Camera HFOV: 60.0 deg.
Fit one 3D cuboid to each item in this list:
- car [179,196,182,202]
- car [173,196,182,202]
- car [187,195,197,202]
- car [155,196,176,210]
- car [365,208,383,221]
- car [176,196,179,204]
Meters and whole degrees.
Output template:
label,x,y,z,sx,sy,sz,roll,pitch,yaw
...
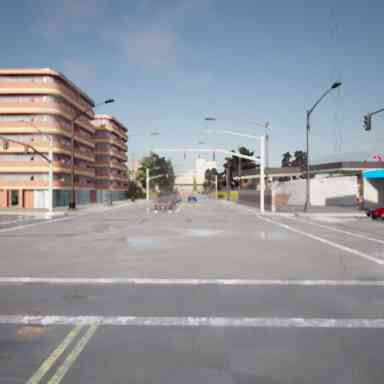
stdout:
label,x,y,z,sx,sy,sz,roll,pitch,yaw
car,-3.520,1.509,64.022,1.837,1.490,4.892,0,0,1
car,-3.469,1.589,78.810,1.895,1.301,4.718,0,0,0
car,0.028,1.344,70.941,1.812,1.442,4.674,0,0,0
car,-3.569,1.355,42.827,2.097,1.767,4.553,0,0,0
car,16.545,1.603,26.558,4.718,1.301,1.895,0,0,1
car,-3.562,1.605,52.870,1.895,1.301,4.718,0,0,0
